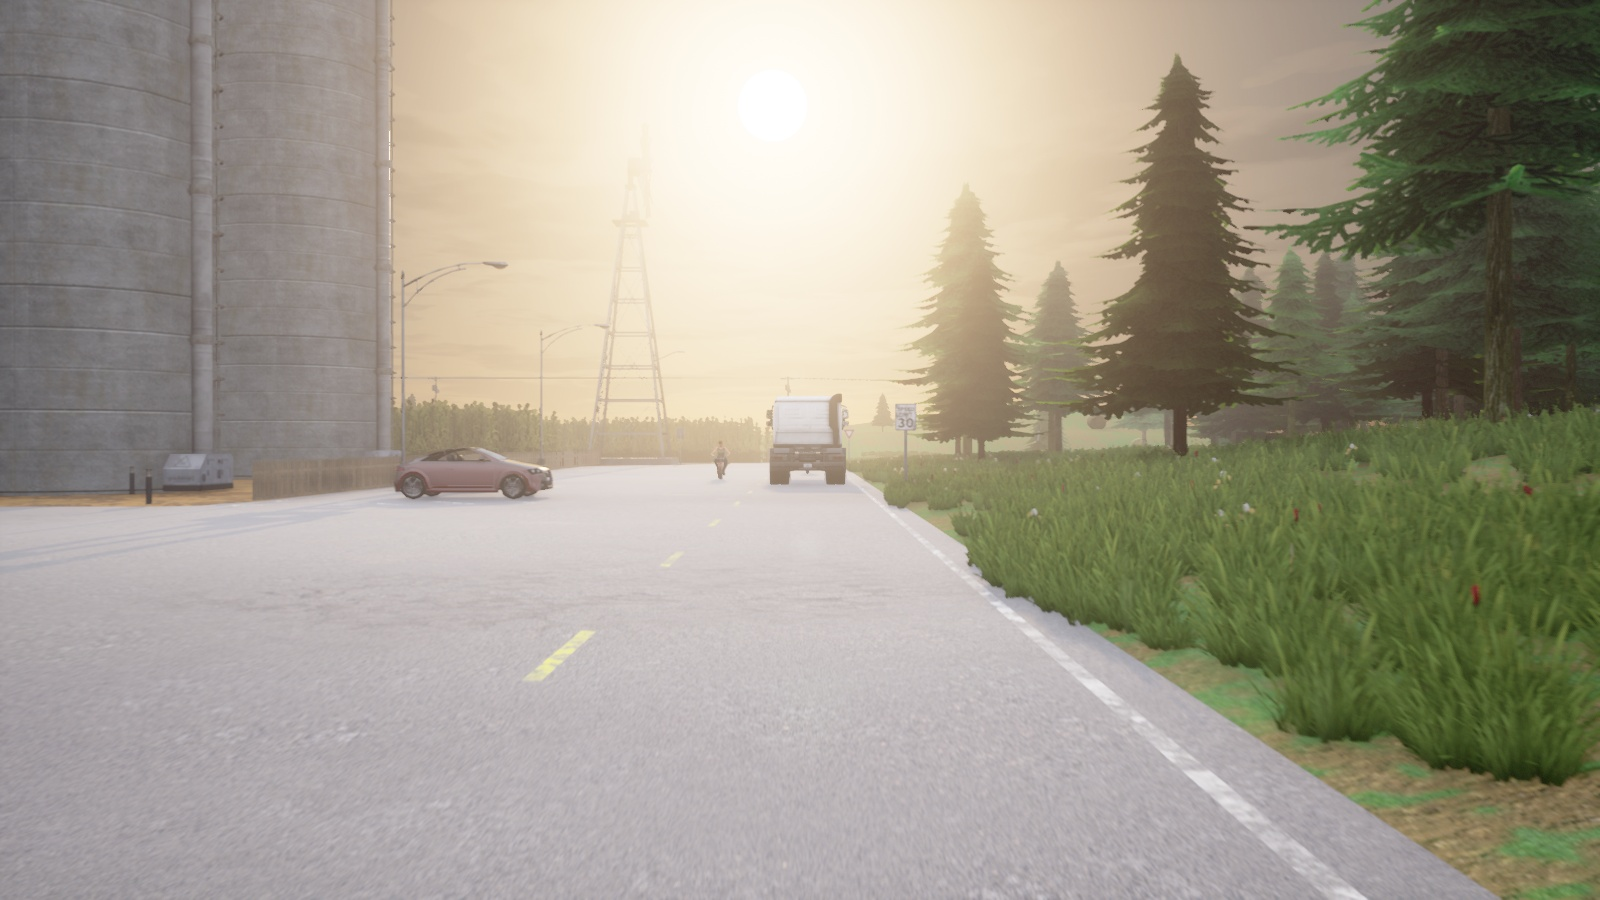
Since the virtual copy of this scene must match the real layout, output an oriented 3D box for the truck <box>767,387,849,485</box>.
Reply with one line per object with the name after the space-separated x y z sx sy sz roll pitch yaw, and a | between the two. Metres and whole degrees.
0.291 -0.507 48.199 2.891 3.462 7.936 0 0 0 | truck
